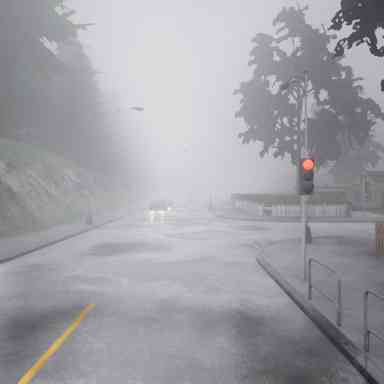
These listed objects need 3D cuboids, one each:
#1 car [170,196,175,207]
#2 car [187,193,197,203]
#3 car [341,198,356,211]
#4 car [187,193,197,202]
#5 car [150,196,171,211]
[{"bbox_3d":[-4.062,1.564,50.838,1.994,1.385,4.181,0,0,0],"label":"car"},{"bbox_3d":[0.032,1.525,67.244,1.812,1.442,4.674,0,0,0],"label":"car"},{"bbox_3d":[15.803,1.300,35.710,1.994,1.381,4.181,0,0,0],"label":"car"},{"bbox_3d":[0.037,1.215,77.477,2.150,2.045,5.566,0,0,0],"label":"car"},{"bbox_3d":[-4.068,1.564,41.397,1.994,1.385,4.181,0,0,0],"label":"car"}]
